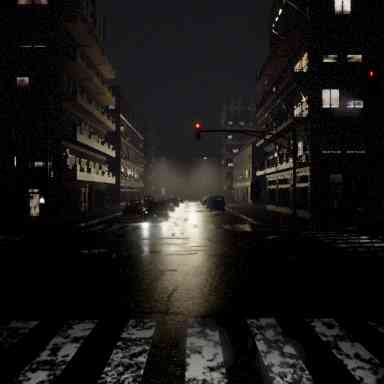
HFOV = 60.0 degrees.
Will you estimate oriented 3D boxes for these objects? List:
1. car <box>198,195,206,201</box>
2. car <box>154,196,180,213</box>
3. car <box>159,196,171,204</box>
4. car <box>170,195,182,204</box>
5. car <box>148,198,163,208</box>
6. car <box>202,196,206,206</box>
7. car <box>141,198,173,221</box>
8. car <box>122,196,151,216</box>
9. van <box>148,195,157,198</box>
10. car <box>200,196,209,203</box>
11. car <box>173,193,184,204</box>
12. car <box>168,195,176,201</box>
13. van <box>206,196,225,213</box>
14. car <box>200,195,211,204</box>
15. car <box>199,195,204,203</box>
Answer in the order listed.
[{"bbox_3d":[2.655,1.528,87.777,1.947,1.339,4.313,0,0,0],"label":"car"},{"bbox_3d":[-2.811,1.538,37.086,2.033,1.411,5.357,0,0,0],"label":"car"},{"bbox_3d":[-5.248,1.525,65.459,1.887,1.381,4.507,0,0,0],"label":"car"},{"bbox_3d":[-2.789,1.513,47.554,1.812,1.442,4.674,0,0,0],"label":"car"},{"bbox_3d":[-5.313,1.569,48.715,1.802,1.307,4.206,0,0,0],"label":"car"},{"bbox_3d":[2.704,1.533,43.126,1.887,1.381,4.507,0,0,0],"label":"car"},{"bbox_3d":[-2.809,1.520,27.440,1.812,1.442,4.674,0,0,-1],"label":"car"},{"bbox_3d":[-5.411,1.433,31.970,1.967,1.590,4.097,0,0,0],"label":"car"},{"bbox_3d":[-5.365,1.330,43.134,1.690,1.788,3.998,0,0,0],"label":"van"},{"bbox_3d":[2.638,1.521,71.032,1.887,1.381,4.507,0,0,0],"label":"car"},{"bbox_3d":[-2.687,1.190,63.084,2.150,2.045,5.566,0,0,0],"label":"car"},{"bbox_3d":[-5.225,1.513,87.785,2.008,1.369,4.403,0,0,0],"label":"car"},{"bbox_3d":[2.733,1.332,36.922,1.690,1.788,3.998,0,0,0],"label":"van"},{"bbox_3d":[2.632,1.420,65.451,1.967,1.590,4.097,0,0,0],"label":"car"},{"bbox_3d":[2.623,1.551,54.288,1.947,1.339,4.313,0,0,0],"label":"car"}]
